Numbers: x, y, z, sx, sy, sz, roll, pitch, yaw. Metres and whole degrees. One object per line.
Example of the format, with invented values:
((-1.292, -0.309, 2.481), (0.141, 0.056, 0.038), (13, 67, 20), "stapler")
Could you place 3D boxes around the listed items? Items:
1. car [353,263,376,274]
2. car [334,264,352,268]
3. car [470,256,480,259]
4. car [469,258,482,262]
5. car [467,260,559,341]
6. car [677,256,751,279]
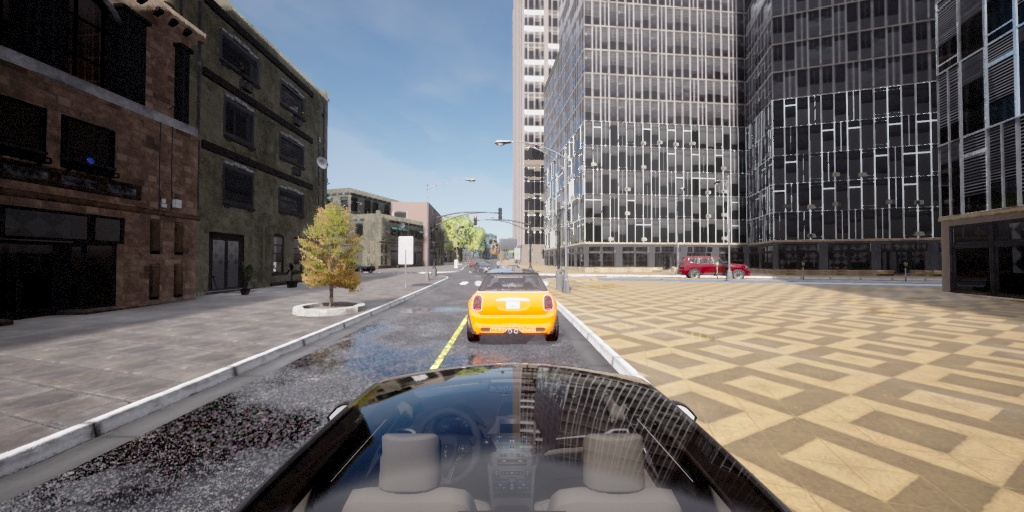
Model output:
((-18.415, 1.389, 42.039), (4.718, 1.301, 1.895), (0, -1, 18), "car")
((-20.589, 1.318, 40.141), (4.313, 1.339, 1.948), (0, 0, 18), "car")
((-5.910, 1.241, 57.699), (1.882, 1.535, 5.008), (0, 0, -6), "car")
((-3.337, 1.286, 41.387), (1.812, 1.442, 4.674), (0, 0, -16), "car")
((0.003, 1.105, 10.002), (2.097, 1.767, 4.553), (0, 0, 0), "car")
((15.742, 0.939, 28.258), (5.009, 1.841, 2.192), (0, 0, 18), "car")
